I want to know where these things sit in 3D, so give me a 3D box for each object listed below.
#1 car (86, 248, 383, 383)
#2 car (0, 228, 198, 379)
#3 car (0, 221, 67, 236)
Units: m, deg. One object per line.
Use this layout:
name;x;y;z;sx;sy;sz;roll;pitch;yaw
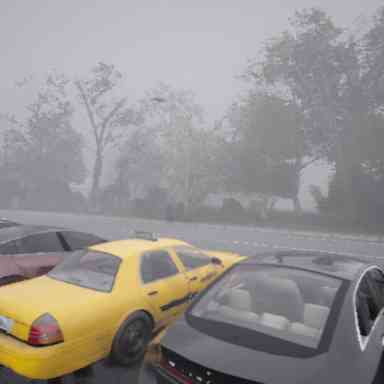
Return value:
car;1.476;1.473;4.086;2.231;1.521;4.892;0;0;36
car;-0.669;1.451;5.858;1.946;1.575;5.366;0;0;36
car;-3.017;1.465;7.348;2.163;1.488;4.792;0;0;36
